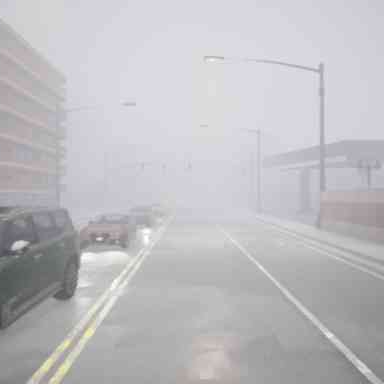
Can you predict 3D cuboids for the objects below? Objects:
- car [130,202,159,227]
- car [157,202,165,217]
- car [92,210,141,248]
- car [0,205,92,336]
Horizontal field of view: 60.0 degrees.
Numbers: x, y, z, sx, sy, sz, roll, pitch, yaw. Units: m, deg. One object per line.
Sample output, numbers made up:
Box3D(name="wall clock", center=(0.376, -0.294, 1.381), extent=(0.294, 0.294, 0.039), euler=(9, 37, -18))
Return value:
Box3D(name="car", center=(-3.885, 1.780, 25.249), extent=(1.837, 1.490, 4.892), euler=(0, -1, -1))
Box3D(name="car", center=(-3.975, 1.860, 35.677), extent=(1.882, 1.535, 5.008), euler=(0, -1, 0))
Box3D(name="car", center=(-3.773, 1.737, 15.478), extent=(1.994, 1.385, 4.181), euler=(0, -1, -1))
Box3D(name="car", center=(-3.655, 1.293, 5.719), extent=(2.150, 2.045, 5.566), euler=(0, -1, -1))
